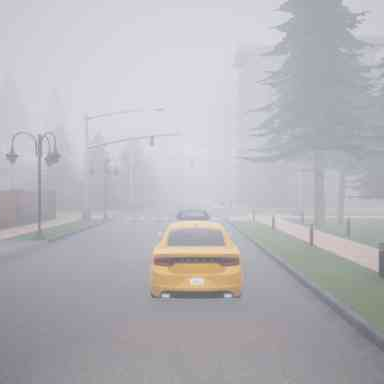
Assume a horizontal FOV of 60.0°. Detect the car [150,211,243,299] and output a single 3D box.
[{"bbox_3d":[0.084,1.478,8.529,1.882,1.535,5.008,0,0,0],"label":"car"}]
